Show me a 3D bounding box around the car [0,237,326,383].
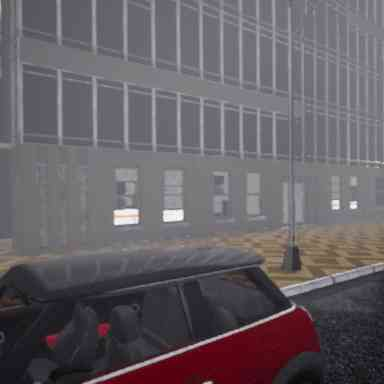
[{"bbox_3d":[-0.993,1.352,2.670,4.553,1.767,2.097,0,0,-35],"label":"car"}]
